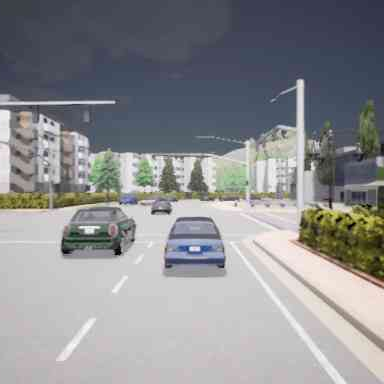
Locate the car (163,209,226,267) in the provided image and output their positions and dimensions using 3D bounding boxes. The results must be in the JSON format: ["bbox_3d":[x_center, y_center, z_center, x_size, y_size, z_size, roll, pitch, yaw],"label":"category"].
[{"bbox_3d":[0.086,1.542,11.277,2.033,1.411,5.357,0,0,0],"label":"car"}]

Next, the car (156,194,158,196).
[{"bbox_3d":[-7.357,1.324,70.804,2.097,1.767,4.553,0,0,18],"label":"car"}]

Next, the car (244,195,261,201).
[{"bbox_3d":[15.089,1.503,84.074,5.357,1.411,2.033,0,0,-36],"label":"car"}]

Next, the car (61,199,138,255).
[{"bbox_3d":[-3.543,1.346,13.394,2.097,1.767,4.553,0,0,-2],"label":"car"}]

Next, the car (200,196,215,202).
[{"bbox_3d":[3.670,1.519,76.955,1.994,1.385,4.181,0,0,35],"label":"car"}]

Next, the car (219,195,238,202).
[{"bbox_3d":[7.974,1.490,76.951,1.812,1.442,4.674,0,0,38],"label":"car"}]

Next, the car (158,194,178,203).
[{"bbox_3d":[-4.612,1.325,68.067,2.097,1.767,4.553,0,0,18],"label":"car"}]

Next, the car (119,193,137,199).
[{"bbox_3d":[-10.444,1.198,54.830,2.150,2.045,5.566,0,0,3],"label":"car"}]

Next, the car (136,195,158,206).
[{"bbox_3d":[-7.031,1.577,52.465,1.895,1.301,4.718,0,0,1],"label":"car"}]

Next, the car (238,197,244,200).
[{"bbox_3d":[10.227,1.487,84.559,4.674,1.442,1.812,0,0,-39],"label":"car"}]

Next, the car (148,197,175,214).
[{"bbox_3d":[-3.155,1.548,35.113,1.994,1.385,4.181,0,0,-1],"label":"car"}]
